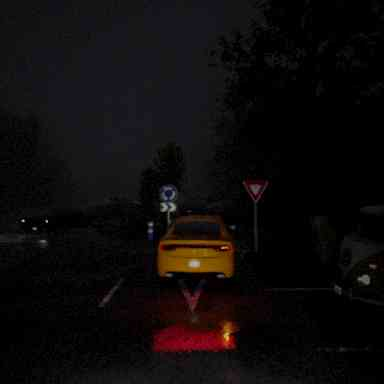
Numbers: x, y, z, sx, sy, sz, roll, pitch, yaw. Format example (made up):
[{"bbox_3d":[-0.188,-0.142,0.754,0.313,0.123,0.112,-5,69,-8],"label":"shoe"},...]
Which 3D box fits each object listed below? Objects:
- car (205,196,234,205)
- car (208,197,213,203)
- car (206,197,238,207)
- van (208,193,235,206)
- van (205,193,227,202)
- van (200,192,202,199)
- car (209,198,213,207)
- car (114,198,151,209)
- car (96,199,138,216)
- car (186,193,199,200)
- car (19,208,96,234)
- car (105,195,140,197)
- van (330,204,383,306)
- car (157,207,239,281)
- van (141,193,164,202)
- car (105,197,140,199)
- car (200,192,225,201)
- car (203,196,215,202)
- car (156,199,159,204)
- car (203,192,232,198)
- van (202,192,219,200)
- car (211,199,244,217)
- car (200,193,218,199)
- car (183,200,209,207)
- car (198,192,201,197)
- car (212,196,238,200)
[{"bbox_3d":[4.781,1.473,58.206,4.792,1.488,2.163,0,1,0],"label":"car"},{"bbox_3d":[4.758,1.728,41.464,4.674,1.452,2.002,0,1,0],"label":"car"},{"bbox_3d":[4.727,1.550,52.541,4.792,1.488,2.163,0,1,0],"label":"car"},{"bbox_3d":[4.870,1.254,55.431,4.442,1.987,1.878,0,1,0],"label":"van"},{"bbox_3d":[4.863,1.128,69.151,4.442,1.987,1.878,0,0,0],"label":"van"},{"bbox_3d":[4.629,1.110,71.921,4.442,1.987,1.878,0,0,0],"label":"van"},{"bbox_3d":[4.733,1.759,38.694,4.792,1.488,2.163,0,1,0],"label":"car"},{"bbox_3d":[-8.316,1.605,47.021,4.892,1.521,2.231,0,1,0],"label":"car"},{"bbox_3d":[-8.346,1.801,35.918,4.792,1.488,2.163,0,1,0],"label":"car"},{"bbox_3d":[-0.191,1.386,64.125,1.882,1.535,5.008,0,0,0],"label":"car"},{"bbox_3d":[-7.822,1.661,19.575,1.895,1.301,4.718,0,-2,12],"label":"car"},{"bbox_3d":[-8.291,1.436,41.465,5.566,2.045,2.435,0,1,0],"label":"car"},{"bbox_3d":[4.915,1.210,6.177,4.442,1.987,1.878,-1,0,0],"label":"van"},{"bbox_3d":[0.250,1.421,9.730,1.882,1.535,5.008,0,0,5],"label":"car"},{"bbox_3d":[-8.216,1.127,69.217,4.442,1.987,1.878,0,0,0],"label":"van"},{"bbox_3d":[-8.313,1.729,38.693,5.008,1.535,2.097,0,1,0],"label":"car"},{"bbox_3d":[4.715,1.049,77.460,5.566,2.045,2.435,0,0,0],"label":"car"},{"bbox_3d":[4.574,1.643,44.233,5.366,1.575,1.946,0,1,0],"label":"car"},{"bbox_3d":[-8.512,1.476,55.469,5.366,1.575,1.946,0,1,0],"label":"car"},{"bbox_3d":[4.785,1.311,49.768,5.566,2.045,2.435,0,1,0],"label":"car"},{"bbox_3d":[4.854,1.003,88.667,4.442,1.987,1.878,0,0,0],"label":"van"},{"bbox_3d":[4.760,1.811,33.277,5.008,1.535,2.097,0,1,0],"label":"car"},{"bbox_3d":[4.729,1.194,94.084,5.008,1.535,2.097,0,0,0],"label":"car"},{"bbox_3d":[-0.105,1.851,30.537,2.128,1.511,4.902,0,0,-5],"label":"car"},{"bbox_3d":[4.716,1.067,74.690,5.566,2.045,2.435,0,0,0],"label":"car"},{"bbox_3d":[4.795,1.644,36.046,4.553,1.767,2.185,0,1,0],"label":"car"}]
